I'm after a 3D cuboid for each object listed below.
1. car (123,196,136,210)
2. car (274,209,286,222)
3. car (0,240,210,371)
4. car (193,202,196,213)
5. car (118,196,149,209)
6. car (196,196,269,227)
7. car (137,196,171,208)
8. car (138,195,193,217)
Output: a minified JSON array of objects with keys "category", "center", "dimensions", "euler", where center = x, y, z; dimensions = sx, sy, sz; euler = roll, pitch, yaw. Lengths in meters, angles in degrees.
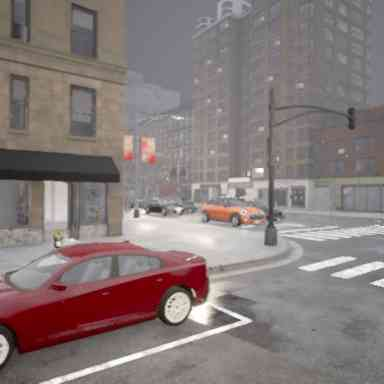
[{"category":"car","center":[-8.372,1.239,37.211],"dimensions":[1.812,1.442,4.674],"euler":[1,0,-35]},{"category":"car","center":[4.344,1.403,24.749],"dimensions":[2.033,1.411,5.357],"euler":[1,0,-35]},{"category":"car","center":[-1.770,1.545,5.493],"dimensions":[4.507,1.381,1.887],"euler":[0,1,-35]},{"category":"car","center":[-1.411,1.143,32.939],"dimensions":[2.097,1.767,4.553],"euler":[1,0,-35]},{"category":"car","center":[-7.367,1.234,41.413],"dimensions":[1.837,1.490,4.892],"euler":[1,0,-35]},{"category":"car","center":[2.618,1.187,21.559],"dimensions":[2.097,1.767,4.553],"euler":[1,0,-35]},{"category":"car","center":[-5.133,1.304,44.214],"dimensions":[2.033,1.411,5.357],"euler":[1,0,-35]},{"category":"car","center":[-2.450,1.268,28.762],"dimensions":[2.128,1.511,4.902],"euler":[1,0,-35]}]
